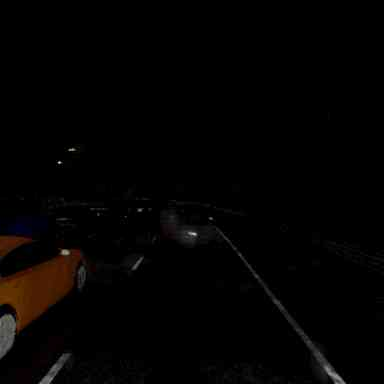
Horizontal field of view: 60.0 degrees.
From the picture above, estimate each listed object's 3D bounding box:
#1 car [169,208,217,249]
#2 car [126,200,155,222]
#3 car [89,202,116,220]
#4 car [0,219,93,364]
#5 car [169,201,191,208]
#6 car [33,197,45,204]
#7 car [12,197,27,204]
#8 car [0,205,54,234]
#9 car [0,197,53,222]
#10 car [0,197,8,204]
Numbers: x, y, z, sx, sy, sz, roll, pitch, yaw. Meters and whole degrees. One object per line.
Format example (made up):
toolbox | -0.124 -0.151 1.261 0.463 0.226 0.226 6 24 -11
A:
car | 0.006 1.631 14.989 1.994 1.385 4.181 0 0 -1
car | -4.219 1.472 27.736 2.097 1.767 4.553 0 0 -5
car | -7.903 1.622 29.637 2.128 1.511 4.902 0 0 -6
car | -3.414 1.503 5.839 1.882 1.535 5.008 0 0 0
car | -1.163 1.620 32.479 1.882 1.535 5.008 0 0 -6
car | -31.999 1.739 69.461 1.994 1.385 4.181 0 0 -20
car | -35.242 1.709 68.146 2.128 1.511 4.902 0 0 -20
car | -10.726 1.639 20.965 2.033 1.411 5.357 0 0 -3
car | -6.937 1.276 12.098 2.150 2.045 5.566 0 0 -1
car | -38.485 1.721 66.829 2.033 1.411 5.357 0 0 -20
